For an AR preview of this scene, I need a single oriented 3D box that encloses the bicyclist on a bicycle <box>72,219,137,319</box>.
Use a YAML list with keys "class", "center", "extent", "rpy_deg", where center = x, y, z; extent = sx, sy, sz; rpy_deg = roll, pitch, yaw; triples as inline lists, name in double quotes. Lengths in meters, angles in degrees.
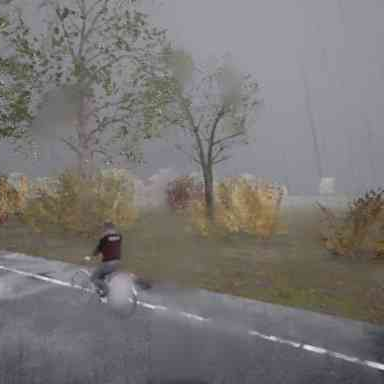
- class: "bicyclist on a bicycle"
  center: [-1.725, 1.394, 6.286]
  extent: [1.843, 1.776, 0.659]
  rpy_deg: [0, 0, 35]
